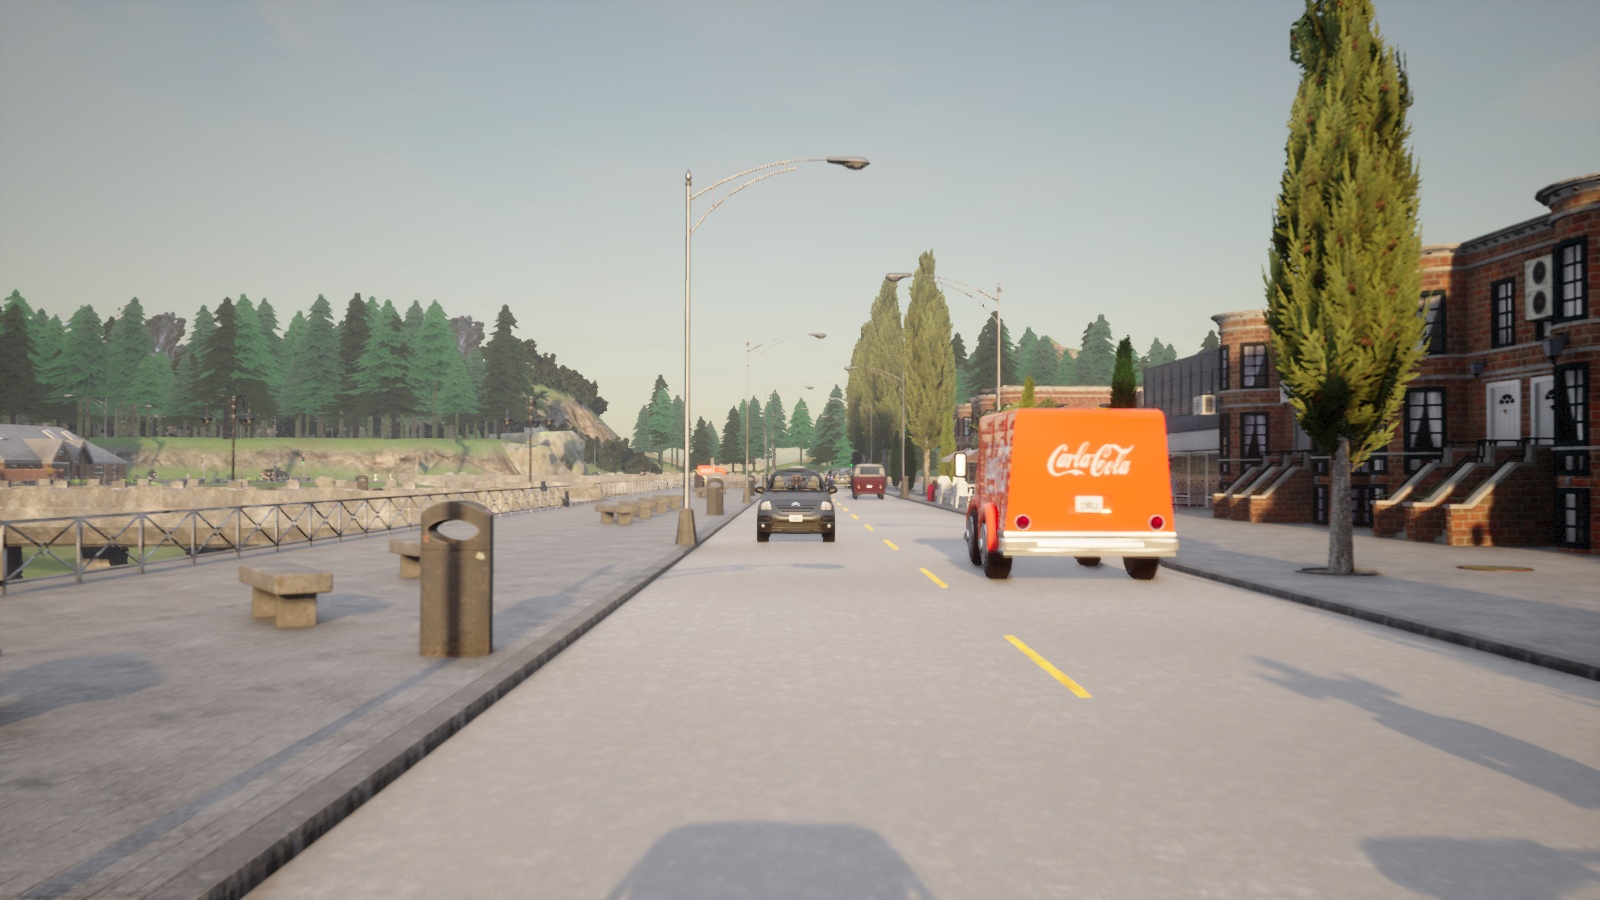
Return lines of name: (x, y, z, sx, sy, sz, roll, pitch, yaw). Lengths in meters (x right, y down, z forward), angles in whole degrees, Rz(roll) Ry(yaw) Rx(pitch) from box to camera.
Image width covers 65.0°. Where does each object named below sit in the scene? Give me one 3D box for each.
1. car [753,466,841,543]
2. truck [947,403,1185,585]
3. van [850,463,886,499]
car: (-0.075, 1.192, 28.612, 1.851, 1.617, 3.988, 0, -1, 0)
truck: (3.946, 0.643, 19.790, 2.627, 2.467, 5.204, 0, -1, 0)
van: (3.815, 1.739, 70.872, 1.775, 1.987, 4.442, 0, -1, 0)
